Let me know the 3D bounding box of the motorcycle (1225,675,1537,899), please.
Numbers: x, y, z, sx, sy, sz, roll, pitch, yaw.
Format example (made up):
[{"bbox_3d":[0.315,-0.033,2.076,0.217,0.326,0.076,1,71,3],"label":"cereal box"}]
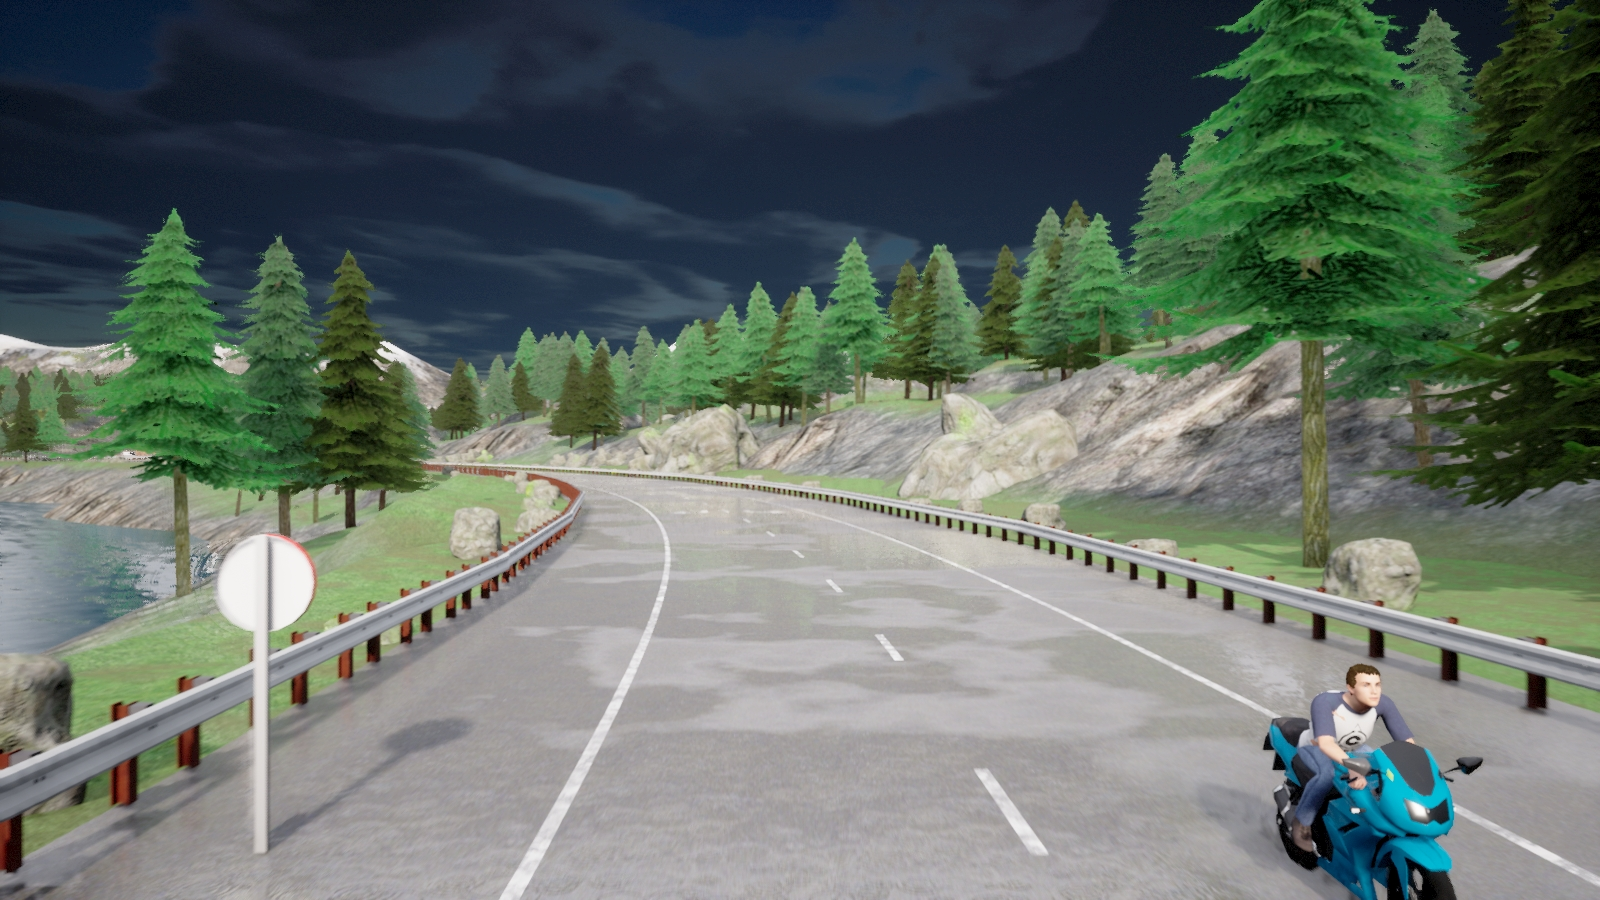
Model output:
[{"bbox_3d":[3.380,2.176,6.914,0.803,1.217,2.033,0,0,-2],"label":"motorcycle"}]
